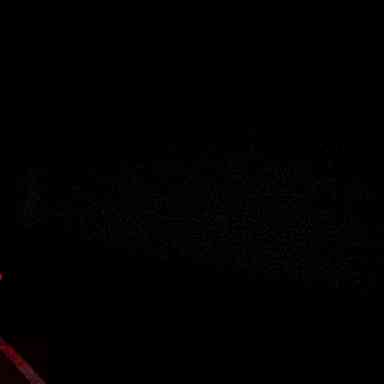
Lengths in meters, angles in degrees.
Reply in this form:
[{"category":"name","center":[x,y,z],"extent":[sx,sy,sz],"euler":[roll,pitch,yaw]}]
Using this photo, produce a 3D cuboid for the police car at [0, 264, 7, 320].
[{"category":"police car","center":[-5.157,1.425,6.306],"extent":[1.930,1.638,5.238],"euler":[0,0,-45]}]
